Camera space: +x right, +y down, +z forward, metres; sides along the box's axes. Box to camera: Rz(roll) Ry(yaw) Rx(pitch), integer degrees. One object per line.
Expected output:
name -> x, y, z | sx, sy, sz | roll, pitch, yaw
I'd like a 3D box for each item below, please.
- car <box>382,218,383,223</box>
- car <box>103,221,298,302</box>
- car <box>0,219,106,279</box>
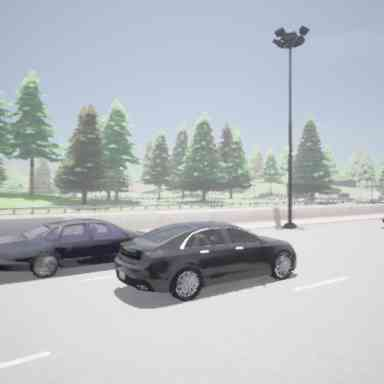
car -> 14.071, 1.497, 20.530 | 5.357, 1.411, 2.033 | 0, 0, -28
car -> 0.559, 1.485, 8.266 | 4.892, 1.490, 1.837 | 0, 0, -34
car -> -3.156, 1.525, 10.008 | 5.357, 1.411, 2.033 | 0, 0, -34
